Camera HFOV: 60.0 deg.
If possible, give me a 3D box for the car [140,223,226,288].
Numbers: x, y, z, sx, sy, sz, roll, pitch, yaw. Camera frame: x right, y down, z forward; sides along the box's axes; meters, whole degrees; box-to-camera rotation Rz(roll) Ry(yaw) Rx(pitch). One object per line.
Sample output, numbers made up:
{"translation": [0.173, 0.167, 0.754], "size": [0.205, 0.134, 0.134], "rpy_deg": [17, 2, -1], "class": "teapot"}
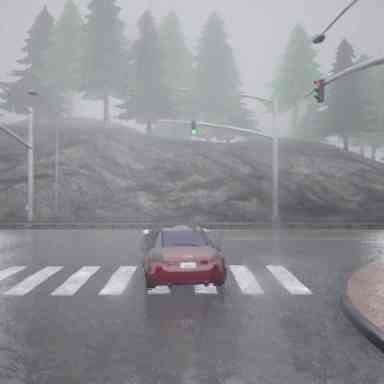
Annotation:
{"translation": [-0.420, 1.554, 9.412], "size": [1.994, 1.385, 4.181], "rpy_deg": [0, 2, -10], "class": "car"}
